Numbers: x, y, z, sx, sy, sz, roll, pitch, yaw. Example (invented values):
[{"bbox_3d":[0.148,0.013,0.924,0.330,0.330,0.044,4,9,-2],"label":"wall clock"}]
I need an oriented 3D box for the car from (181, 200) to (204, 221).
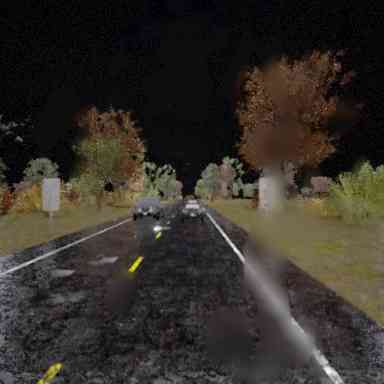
[{"bbox_3d":[0.063,1.636,28.558,1.812,1.442,4.674,0,0,1],"label":"car"}]

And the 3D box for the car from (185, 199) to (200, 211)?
[{"bbox_3d":[0.053,1.724,43.873,1.812,1.442,4.674,0,0,0],"label":"car"}]

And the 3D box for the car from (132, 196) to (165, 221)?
[{"bbox_3d":[-3.566,1.332,28.286,2.150,2.045,5.566,0,-1,1],"label":"car"}]
